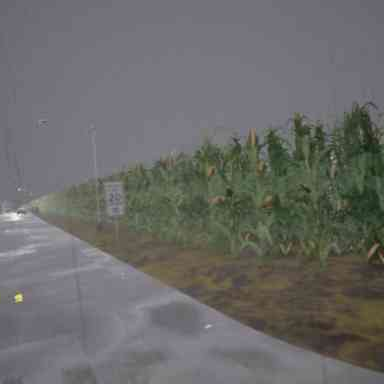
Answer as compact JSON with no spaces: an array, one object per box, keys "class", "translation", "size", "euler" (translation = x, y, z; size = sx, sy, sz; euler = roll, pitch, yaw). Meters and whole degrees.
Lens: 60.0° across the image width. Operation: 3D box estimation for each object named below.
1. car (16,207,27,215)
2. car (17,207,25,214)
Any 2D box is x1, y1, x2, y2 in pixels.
[{"class":"car","translation":[-37.748,4.258,73.734],"size":[1.882,1.535,5.008],"euler":[-4,0,-28]},{"class":"car","translation":[-42.654,4.599,82.925],"size":[1.812,1.442,4.674],"euler":[-4,0,-28]}]
